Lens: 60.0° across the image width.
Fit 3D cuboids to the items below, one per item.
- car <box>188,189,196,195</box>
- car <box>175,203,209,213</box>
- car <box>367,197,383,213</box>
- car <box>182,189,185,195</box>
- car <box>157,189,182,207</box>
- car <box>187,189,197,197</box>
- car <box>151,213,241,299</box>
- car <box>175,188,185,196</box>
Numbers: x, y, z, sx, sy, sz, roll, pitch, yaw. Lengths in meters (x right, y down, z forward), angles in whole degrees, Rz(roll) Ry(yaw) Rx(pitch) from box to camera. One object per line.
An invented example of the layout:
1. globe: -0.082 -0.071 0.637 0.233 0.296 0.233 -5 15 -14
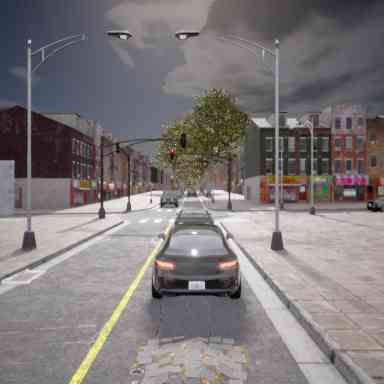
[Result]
1. car: 0.005 -0.050 83.305 1.994 1.385 4.181 0 1 0
2. car: 0.096 1.489 17.341 1.895 1.301 4.718 0 1 0
3. car: 17.204 1.090 28.305 4.313 1.339 1.947 -1 1 0
4. car: -2.808 0.633 61.742 1.837 1.490 4.892 0 1 0
5. car: -2.833 0.809 42.338 2.150 2.045 5.566 0 2 0
6. car: 0.004 0.170 73.234 2.097 1.767 4.553 0 1 0
7. car: 0.095 1.495 8.272 1.812 1.442 4.674 0 0 0
8. car: -2.746 0.053 77.306 2.097 1.767 4.553 0 1 0
